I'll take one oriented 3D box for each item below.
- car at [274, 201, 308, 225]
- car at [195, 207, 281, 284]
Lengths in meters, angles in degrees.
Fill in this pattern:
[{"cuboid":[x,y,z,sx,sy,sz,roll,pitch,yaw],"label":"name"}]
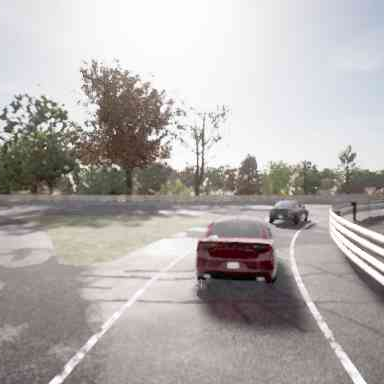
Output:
[{"cuboid":[6.474,1.311,22.180,1.812,1.442,4.674,1,1,29],"label":"car"},{"cuboid":[1.356,1.379,9.476,1.882,1.535,5.008,0,1,11],"label":"car"}]
